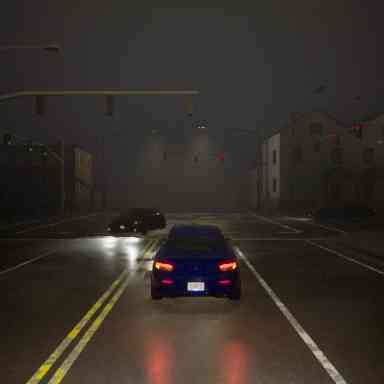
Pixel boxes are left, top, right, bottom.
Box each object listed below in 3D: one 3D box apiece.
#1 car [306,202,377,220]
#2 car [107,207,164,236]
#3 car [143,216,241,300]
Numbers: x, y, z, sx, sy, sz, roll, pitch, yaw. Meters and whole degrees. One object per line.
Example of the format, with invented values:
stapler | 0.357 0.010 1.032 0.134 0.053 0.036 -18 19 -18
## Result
car | 12.537 1.547 27.968 5.357 1.411 2.033 0 0 -1
car | -2.958 1.553 18.525 1.994 1.385 4.181 0 0 16
car | 0.087 1.526 8.263 1.812 1.442 4.674 0 0 0
